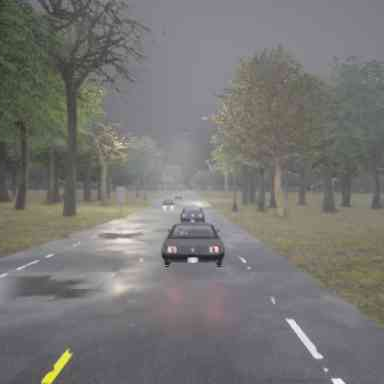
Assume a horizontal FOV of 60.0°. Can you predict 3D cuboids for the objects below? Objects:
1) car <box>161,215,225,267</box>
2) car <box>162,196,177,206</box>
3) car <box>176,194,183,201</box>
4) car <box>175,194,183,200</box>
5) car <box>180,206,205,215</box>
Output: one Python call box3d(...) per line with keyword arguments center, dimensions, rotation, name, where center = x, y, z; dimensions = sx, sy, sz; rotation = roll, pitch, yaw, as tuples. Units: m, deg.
box3d(center=(0.051, 1.698, 11.799), dimensions=(1.895, 1.301, 4.718), rotation=(0, 0, 1), name="car")
box3d(center=(-4.130, 1.761, 58.291), dimensions=(1.994, 1.385, 4.181), rotation=(0, 0, -4), name="car")
box3d(center=(-3.301, 1.366, 81.496), dimensions=(1.882, 1.535, 5.008), rotation=(0, 0, -2), name="car")
box3d(center=(-3.433, 1.379, 89.026), dimensions=(2.128, 1.511, 4.902), rotation=(0, 1, 0), name="car")
box3d(center=(0.062, 1.796, 26.777), dimensions=(1.895, 1.301, 4.718), rotation=(0, 0, 1), name="car")
